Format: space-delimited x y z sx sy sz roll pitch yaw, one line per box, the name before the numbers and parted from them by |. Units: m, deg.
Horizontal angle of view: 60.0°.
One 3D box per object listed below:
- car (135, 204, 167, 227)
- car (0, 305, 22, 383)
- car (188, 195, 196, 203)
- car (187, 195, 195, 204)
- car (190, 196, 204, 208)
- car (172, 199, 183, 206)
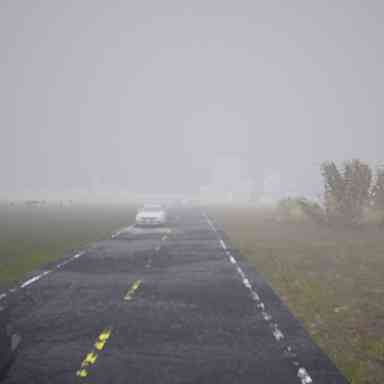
car | -2.857 1.636 23.912 1.812 1.442 4.674 0 0 0
car | -2.828 1.553 1.355 2.033 1.411 5.357 0 0 0
car | -0.029 1.730 88.724 2.150 2.045 5.566 0 0 0
car | -0.024 1.907 72.189 1.812 1.442 4.674 0 0 0
car | 0.944 1.799 54.568 1.801 1.575 5.366 0 0 0
car | -2.779 1.989 64.704 2.033 1.411 5.357 0 0 0
